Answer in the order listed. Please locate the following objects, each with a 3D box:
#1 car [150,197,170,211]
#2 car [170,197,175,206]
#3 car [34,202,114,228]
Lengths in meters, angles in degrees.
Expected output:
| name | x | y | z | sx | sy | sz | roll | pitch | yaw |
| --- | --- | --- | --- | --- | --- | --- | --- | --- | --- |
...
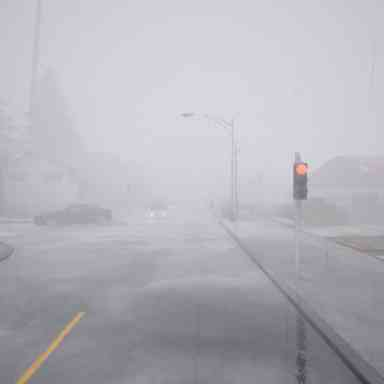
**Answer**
| name | x | y | z | sx | sy | sz | roll | pitch | yaw |
| --- | --- | --- | --- | --- | --- | --- | --- | --- | --- |
| car | -4.103 | 1.502 | 41.651 | 1.837 | 1.490 | 4.892 | 0 | 1 | 0 |
| car | -4.091 | 1.527 | 56.254 | 1.812 | 1.442 | 4.674 | 0 | 1 | 0 |
| car | -7.790 | 1.478 | 22.186 | 5.008 | 1.535 | 1.882 | 0 | 2 | -33 |
